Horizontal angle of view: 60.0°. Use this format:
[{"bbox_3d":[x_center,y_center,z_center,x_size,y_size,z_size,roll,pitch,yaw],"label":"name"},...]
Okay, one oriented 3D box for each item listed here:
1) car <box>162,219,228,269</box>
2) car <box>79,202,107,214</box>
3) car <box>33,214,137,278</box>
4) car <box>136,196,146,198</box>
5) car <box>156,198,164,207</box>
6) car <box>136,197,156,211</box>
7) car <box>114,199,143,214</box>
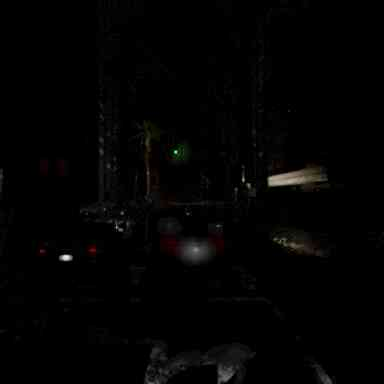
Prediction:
[{"bbox_3d":[0.087,1.611,11.346,1.994,1.385,4.181,0,0,0],"label":"car"},{"bbox_3d":[-9.896,1.788,33.562,1.812,1.442,4.674,0,0,0],"label":"car"},{"bbox_3d":[-3.172,1.621,10.375,1.994,1.385,4.181,0,0,0],"label":"car"},{"bbox_3d":[-9.864,1.781,64.364,2.150,2.045,5.566,0,0,0],"label":"car"},{"bbox_3d":[-6.623,1.909,63.951,2.097,1.767,4.553,0,-1,0],"label":"car"},{"bbox_3d":[-6.656,1.921,47.969,1.812,1.442,4.674,0,0,0],"label":"car"},{"bbox_3d":[-6.658,1.753,33.782,2.128,1.511,4.902,0,0,-2],"label":"car"}]
